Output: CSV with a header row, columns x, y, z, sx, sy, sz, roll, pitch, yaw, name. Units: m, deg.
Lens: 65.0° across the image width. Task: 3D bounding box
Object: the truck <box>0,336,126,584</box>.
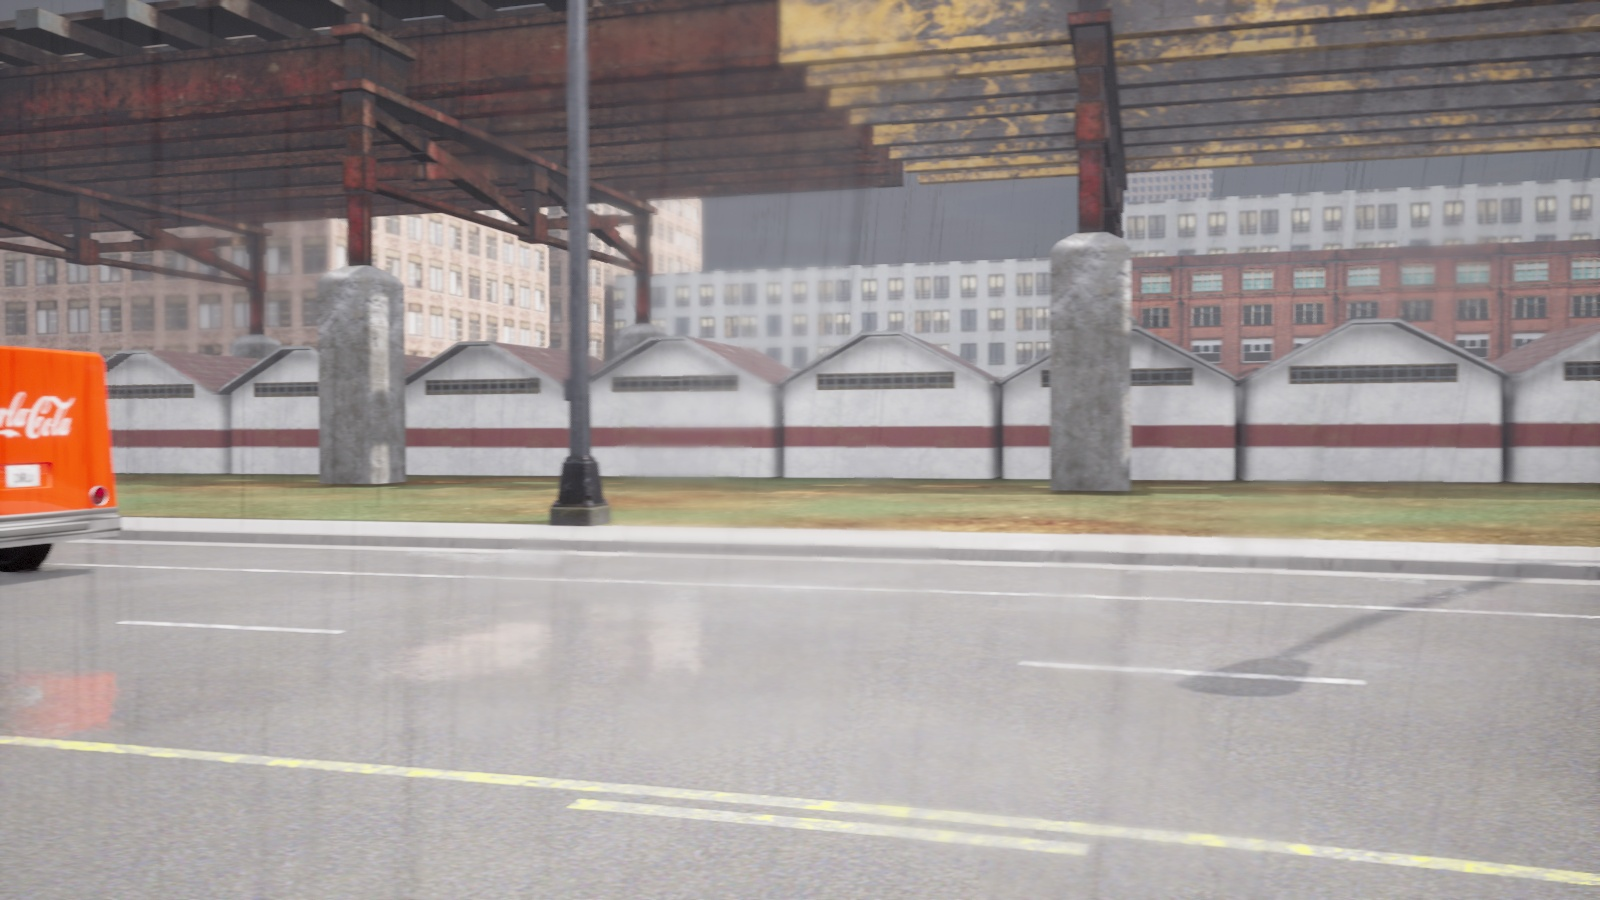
x,y,z,sx,sy,sz,roll,pitch,yaw,name
-10.379,0.076,13.422,5.204,2.467,2.627,0,1,16,truck
